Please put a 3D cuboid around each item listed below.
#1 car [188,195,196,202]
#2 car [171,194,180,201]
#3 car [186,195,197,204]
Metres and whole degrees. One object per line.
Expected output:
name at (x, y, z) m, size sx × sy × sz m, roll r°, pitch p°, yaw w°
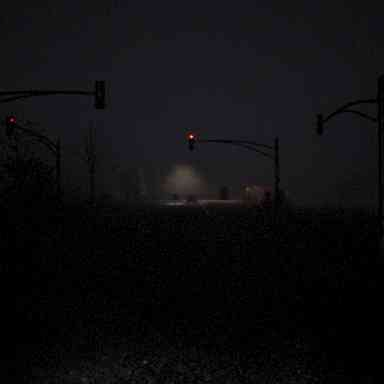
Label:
car at (-0.076, 1.426, 78.064) m, size 1.837 × 1.490 × 4.892 m, roll 0°, pitch 0°, yaw 0°
car at (-3.570, 1.196, 72.230) m, size 1.837 × 1.490 × 4.892 m, roll 0°, pitch 0°, yaw 0°
car at (-0.066, 1.424, 68.028) m, size 2.097 × 1.767 × 4.553 m, roll 0°, pitch 0°, yaw 0°
